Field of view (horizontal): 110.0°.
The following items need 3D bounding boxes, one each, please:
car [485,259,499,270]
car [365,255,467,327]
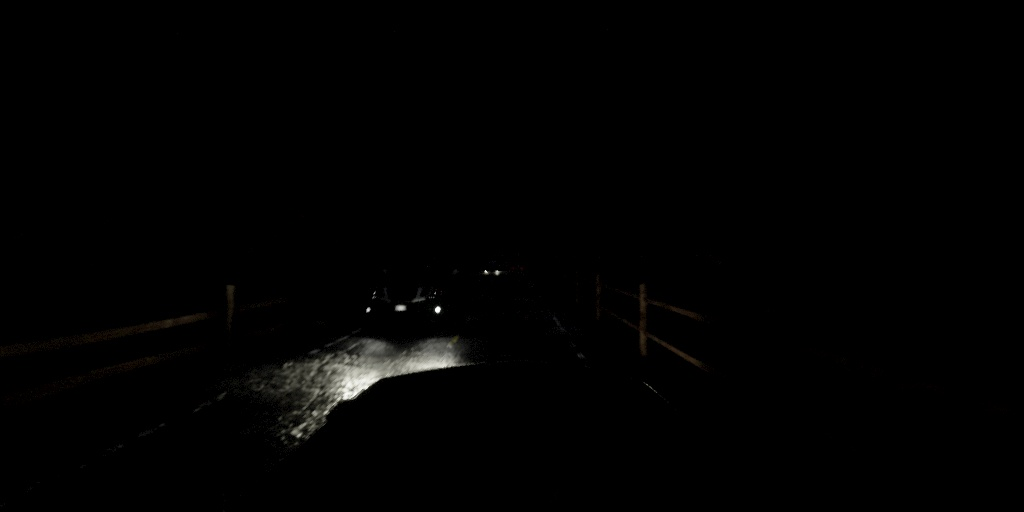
[{"bbox_3d":[-2.839,1.231,51.864,1.882,1.535,5.008,0,0,0],"label":"car"},{"bbox_3d":[-2.835,0.977,11.915,2.150,2.045,5.566,0,0,0],"label":"car"}]
